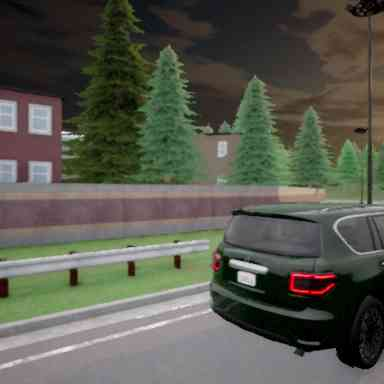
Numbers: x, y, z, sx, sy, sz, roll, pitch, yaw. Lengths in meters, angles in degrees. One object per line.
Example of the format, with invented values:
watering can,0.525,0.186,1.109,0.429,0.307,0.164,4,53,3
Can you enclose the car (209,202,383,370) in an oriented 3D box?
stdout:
car,2.821,1.203,5.943,5.566,2.045,2.150,0,0,-38
